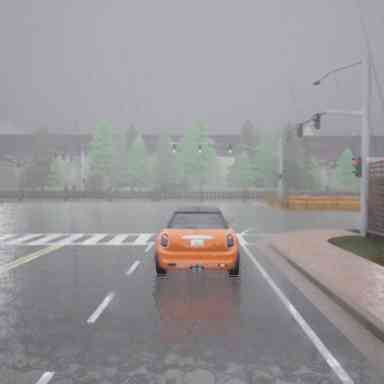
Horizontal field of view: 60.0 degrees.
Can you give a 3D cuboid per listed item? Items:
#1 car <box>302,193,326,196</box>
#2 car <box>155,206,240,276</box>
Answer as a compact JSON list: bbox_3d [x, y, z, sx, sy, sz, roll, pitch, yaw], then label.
[{"bbox_3d":[12.935,0.919,36.485,4.892,1.490,1.837,0,1,-1],"label":"car"},{"bbox_3d":[0.193,1.184,10.008,2.097,1.767,4.553,0,1,2],"label":"car"}]
